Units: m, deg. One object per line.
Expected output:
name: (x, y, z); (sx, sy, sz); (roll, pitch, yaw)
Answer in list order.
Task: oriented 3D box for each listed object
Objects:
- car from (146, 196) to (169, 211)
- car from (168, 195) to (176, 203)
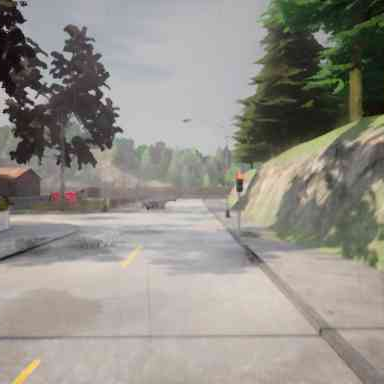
car: (-4.015, 1.419, 37.897); (1.994, 1.385, 4.181); (0, 1, 0)
car: (-4.024, 1.269, 63.319); (1.994, 1.385, 4.181); (0, 1, 0)
